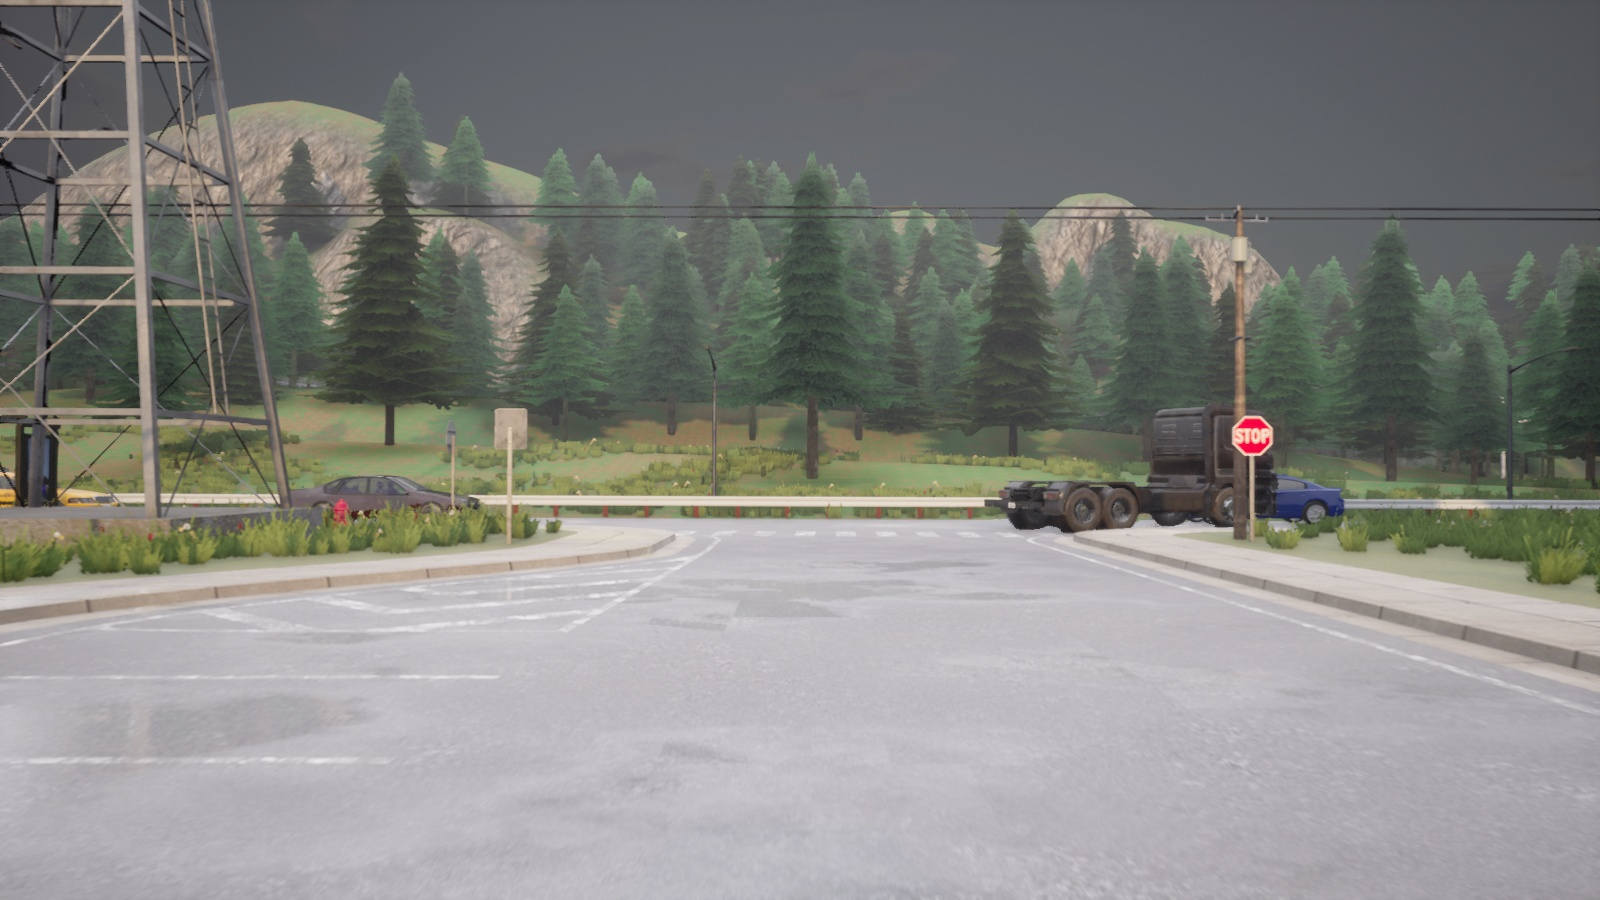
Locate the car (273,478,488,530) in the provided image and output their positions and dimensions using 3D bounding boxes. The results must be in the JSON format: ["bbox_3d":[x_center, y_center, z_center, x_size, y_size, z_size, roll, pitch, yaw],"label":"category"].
[{"bbox_3d":[-11.733,1.501,35.367,5.357,1.411,2.033,0,-1,1],"label":"car"}]

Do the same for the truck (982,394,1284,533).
[{"bbox_3d":[9.156,0.371,34.350,7.936,3.462,2.891,0,-1,-25],"label":"truck"}]

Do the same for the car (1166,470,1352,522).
[{"bbox_3d":[13.985,1.381,38.478,5.008,1.535,1.882,0,-1,1],"label":"car"}]

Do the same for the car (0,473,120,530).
[{"bbox_3d":[-22.399,1.438,35.532,5.366,1.575,1.801,0,-1,1],"label":"car"}]
